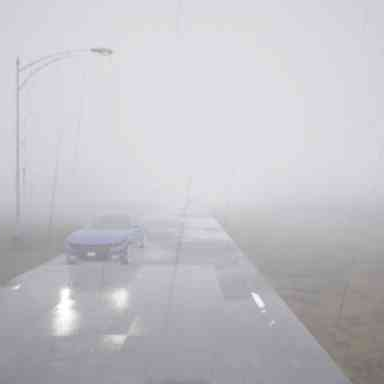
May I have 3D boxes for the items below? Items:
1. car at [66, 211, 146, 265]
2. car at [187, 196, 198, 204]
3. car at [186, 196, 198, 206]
[{"bbox_3d":[-2.829,1.479,11.866,1.882,1.535,5.008,0,0,0],"label":"car"},{"bbox_3d":[0.027,1.517,63.658,1.994,1.385,4.181,0,0,0],"label":"car"},{"bbox_3d":[0.022,1.453,53.292,2.128,1.511,4.902,0,0,0],"label":"car"}]
